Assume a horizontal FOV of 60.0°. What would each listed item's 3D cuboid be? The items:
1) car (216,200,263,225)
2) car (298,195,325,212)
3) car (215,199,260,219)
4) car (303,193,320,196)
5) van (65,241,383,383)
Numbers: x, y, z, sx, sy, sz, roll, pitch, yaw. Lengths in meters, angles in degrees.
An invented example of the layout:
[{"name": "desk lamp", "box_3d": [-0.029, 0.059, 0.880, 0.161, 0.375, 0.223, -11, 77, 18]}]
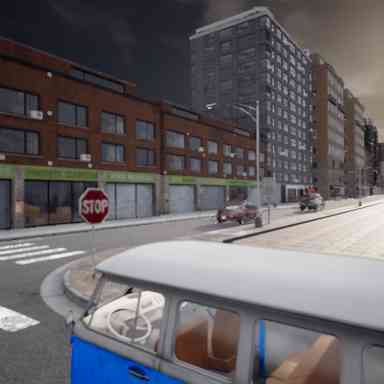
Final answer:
[{"name": "car", "box_3d": [3.436, 1.518, 23.842, 1.812, 1.442, 4.674, -1, 0, 35]}, {"name": "car", "box_3d": [14.068, 1.476, 38.656, 1.837, 1.490, 4.892, -1, 0, 36]}, {"name": "car", "box_3d": [4.203, 1.492, 29.954, 1.882, 1.535, 5.008, -1, 0, 36]}, {"name": "car", "box_3d": [17.005, 1.188, 47.657, 2.150, 2.045, 5.566, -1, 0, 36]}, {"name": "van", "box_3d": [0.831, 1.342, 2.223, 3.998, 1.788, 1.690, 0, 0, 36]}]
